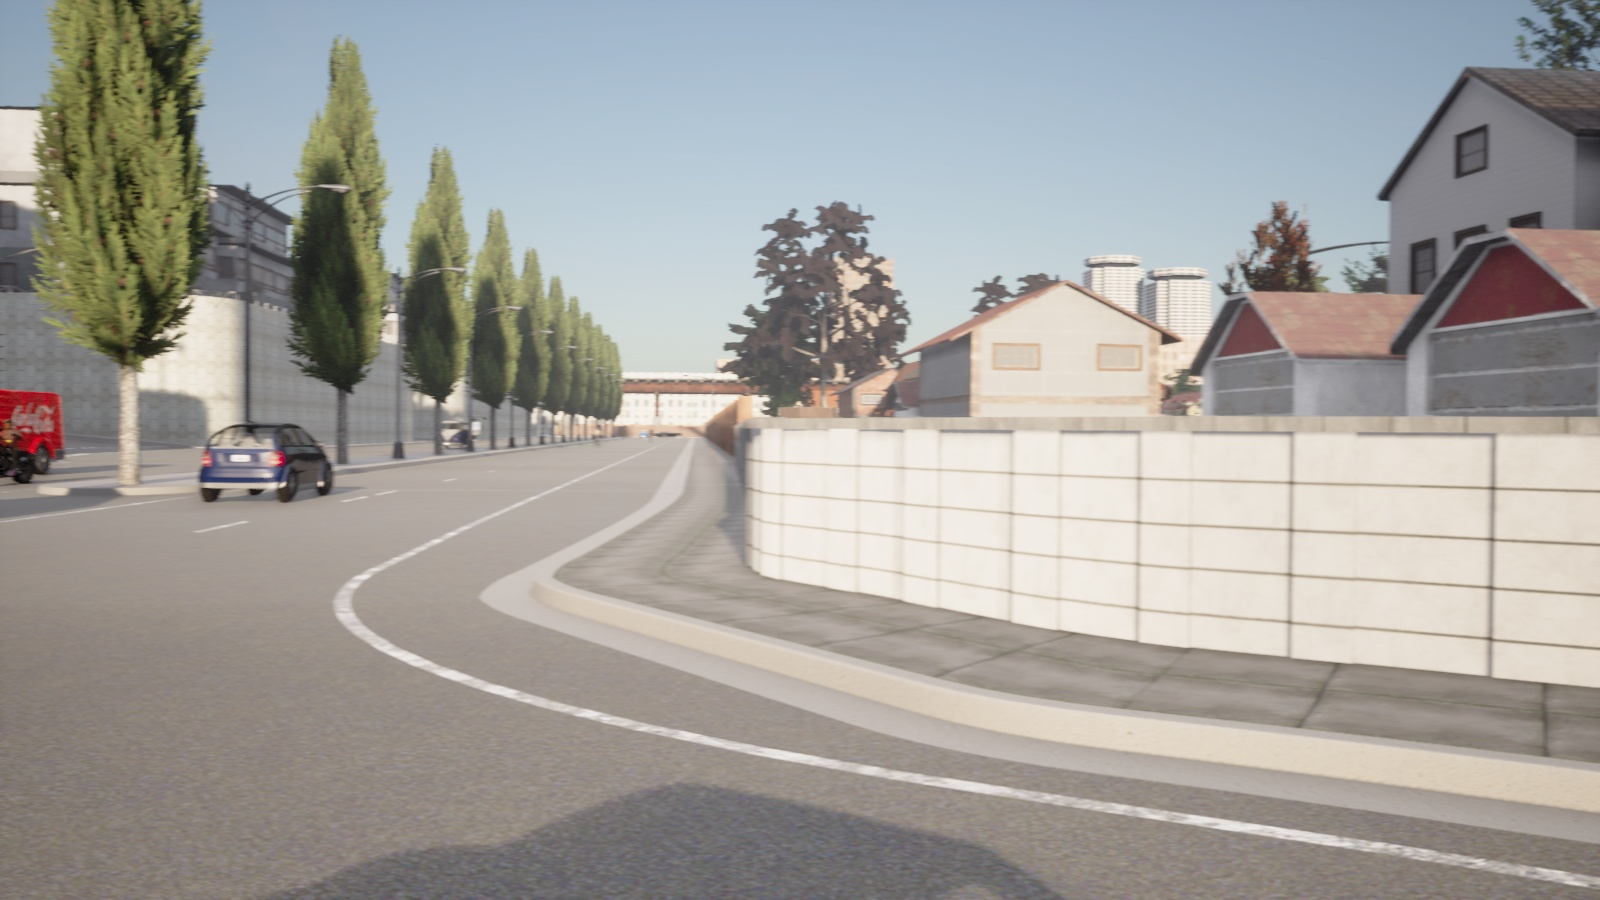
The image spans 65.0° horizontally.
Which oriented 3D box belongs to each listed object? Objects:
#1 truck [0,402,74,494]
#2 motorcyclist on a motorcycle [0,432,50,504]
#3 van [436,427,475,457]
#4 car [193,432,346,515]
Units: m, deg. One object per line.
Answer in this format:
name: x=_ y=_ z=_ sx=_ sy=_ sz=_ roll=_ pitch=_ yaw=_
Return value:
truck: x=-23.051 y=-0.062 z=35.209 sx=2.627 sy=2.467 sz=5.204 roll=-1 pitch=1 yaw=-5
motorcyclist on a motorcycle: x=-19.141 y=0.410 z=30.345 sx=0.766 sy=1.649 sz=2.350 roll=-1 pitch=1 yaw=-5
van: x=-23.686 y=-0.600 z=86.414 sx=1.775 sy=1.987 sz=4.442 roll=-1 pitch=1 yaw=-5
car: x=-10.735 y=0.424 z=25.693 sx=1.789 sy=1.549 sz=3.705 roll=-1 pitch=1 yaw=-5
